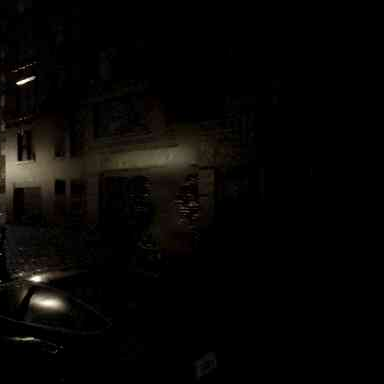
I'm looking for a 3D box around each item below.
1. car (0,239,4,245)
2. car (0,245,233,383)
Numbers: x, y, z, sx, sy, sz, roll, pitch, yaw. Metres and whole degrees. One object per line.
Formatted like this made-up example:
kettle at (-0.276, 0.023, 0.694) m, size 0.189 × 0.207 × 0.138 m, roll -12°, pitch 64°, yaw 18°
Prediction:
car at (-6.060, 1.387, 7.404) m, size 5.009 × 1.841 × 2.192 m, roll -1°, pitch 0°, yaw 35°
car at (-1.561, 1.593, 4.195) m, size 4.313 × 1.339 × 1.947 m, roll -1°, pitch 0°, yaw 35°
